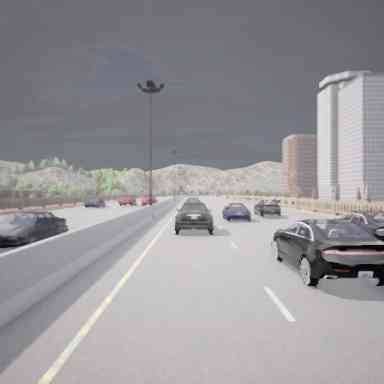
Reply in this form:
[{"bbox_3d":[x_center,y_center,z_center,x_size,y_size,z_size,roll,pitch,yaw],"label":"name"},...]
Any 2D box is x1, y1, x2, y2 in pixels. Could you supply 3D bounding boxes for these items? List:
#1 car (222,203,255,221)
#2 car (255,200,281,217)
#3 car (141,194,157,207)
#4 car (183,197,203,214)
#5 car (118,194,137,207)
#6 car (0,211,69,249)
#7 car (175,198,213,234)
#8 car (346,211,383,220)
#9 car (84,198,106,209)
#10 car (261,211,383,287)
[{"bbox_3d":[3.610,1.603,27.533,1.994,1.385,4.181,0,0,0],"label":"car"},{"bbox_3d":[7.111,1.543,31.813,2.128,1.511,4.902,0,0,0],"label":"car"},{"bbox_3d":[-7.035,1.344,55.197,2.150,2.045,5.566,0,0,1],"label":"car"},{"bbox_3d":[0.114,1.420,37.628,2.097,1.767,4.553,0,0,0],"label":"car"},{"bbox_3d":[-10.537,1.343,54.787,2.150,2.045,5.566,0,0,1],"label":"car"},{"bbox_3d":[-7.096,1.559,14.406,2.033,1.411,5.357,0,0,0],"label":"car"},{"bbox_3d":[0.107,1.374,19.655,2.097,1.767,4.553,0,0,0],"label":"car"},{"bbox_3d":[7.105,1.504,13.563,2.128,1.511,4.902,0,0,0],"label":"car"},{"bbox_3d":[-14.047,1.649,48.489,2.033,1.411,5.357,0,0,1],"label":"car"},{"bbox_3d":[3.605,1.499,9.337,2.128,1.511,4.902,0,0,0],"label":"car"}]
